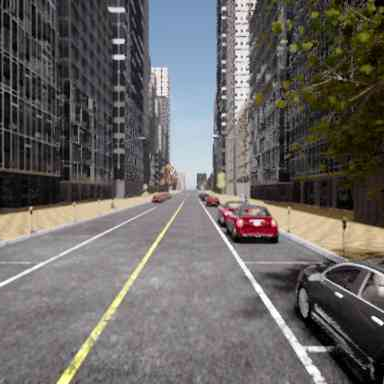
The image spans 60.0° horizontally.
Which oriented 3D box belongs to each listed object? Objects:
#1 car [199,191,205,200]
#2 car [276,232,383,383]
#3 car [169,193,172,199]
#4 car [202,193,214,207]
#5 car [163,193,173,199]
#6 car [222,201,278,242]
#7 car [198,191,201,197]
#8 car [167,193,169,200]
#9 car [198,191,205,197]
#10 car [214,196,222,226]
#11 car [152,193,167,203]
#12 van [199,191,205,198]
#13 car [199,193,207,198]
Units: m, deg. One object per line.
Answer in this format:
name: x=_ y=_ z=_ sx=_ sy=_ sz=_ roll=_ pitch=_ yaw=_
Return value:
car: x=2.702 y=1.044 z=61.214 sx=1.947 sy=1.339 sz=4.313 roll=0 pitch=1 yaw=0
car: x=2.692 y=1.517 z=4.291 sx=2.008 sy=1.369 sz=4.403 roll=0 pitch=0 yaw=0
car: x=-5.677 y=0.916 z=72.607 sx=1.887 sy=1.381 sz=4.507 roll=0 pitch=1 yaw=0
car: x=2.699 y=1.179 z=44.138 sx=1.887 sy=1.381 sz=4.507 roll=0 pitch=1 yaw=0
car: x=-5.676 y=0.882 z=78.299 sx=1.947 sy=1.339 sz=4.313 roll=0 pitch=1 yaw=0
car: x=2.694 y=1.314 z=15.675 sx=1.967 sy=1.590 sz=4.097 roll=0 pitch=0 yaw=0
car: x=2.704 y=0.936 z=72.598 sx=1.947 sy=1.339 sz=4.313 roll=0 pitch=1 yaw=0
car: x=-5.679 y=1.060 z=61.223 sx=1.802 sy=1.307 sz=4.206 roll=0 pitch=1 yaw=0
car: x=2.708 y=0.587 z=95.365 sx=1.967 sy=1.590 sz=4.097 roll=0 pitch=1 yaw=0
car: x=2.695 y=1.267 z=21.367 sx=1.967 sy=1.590 sz=4.097 roll=0 pitch=0 yaw=0
car: x=-5.680 y=1.076 z=55.529 sx=1.887 sy=1.381 sz=4.507 roll=0 pitch=1 yaw=0
van: x=2.707 y=0.545 z=89.673 sx=1.690 sy=1.788 sz=3.998 roll=0 pitch=1 yaw=0
car: x=2.706 y=0.826 z=83.981 sx=1.947 sy=1.339 sz=4.313 roll=0 pitch=1 yaw=0
